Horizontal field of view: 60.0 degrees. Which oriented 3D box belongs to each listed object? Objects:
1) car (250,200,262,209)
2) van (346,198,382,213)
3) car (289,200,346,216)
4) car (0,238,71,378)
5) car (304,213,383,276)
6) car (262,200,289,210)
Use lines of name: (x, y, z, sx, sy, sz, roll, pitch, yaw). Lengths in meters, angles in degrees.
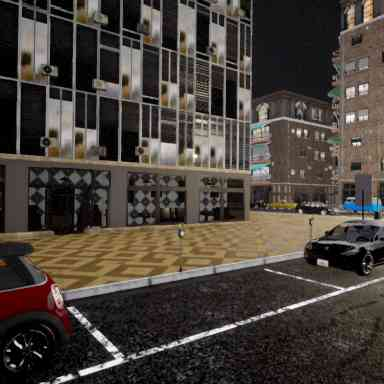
car: (9.586, 1.864, 51.098, 1.947, 1.339, 4.313, 0, -1, -35)
van: (19.084, 1.525, 37.426, 1.690, 1.788, 3.998, 0, -1, -35)
car: (12.198, 1.620, 32.647, 2.008, 1.369, 4.403, 0, -1, -35)
car: (-3.717, 1.440, 3.897, 4.097, 1.590, 1.967, 0, 1, -35)
car: (5.358, 1.567, 10.372, 4.313, 1.339, 1.947, 0, 1, -35)
car: (12.655, 1.787, 46.680, 1.752, 1.417, 4.829, 0, -1, -35)
